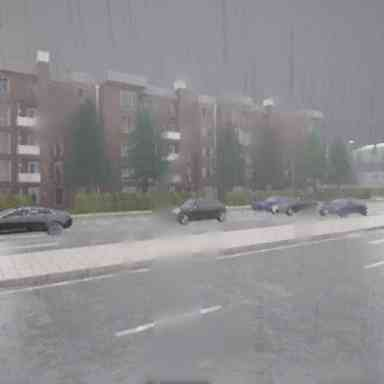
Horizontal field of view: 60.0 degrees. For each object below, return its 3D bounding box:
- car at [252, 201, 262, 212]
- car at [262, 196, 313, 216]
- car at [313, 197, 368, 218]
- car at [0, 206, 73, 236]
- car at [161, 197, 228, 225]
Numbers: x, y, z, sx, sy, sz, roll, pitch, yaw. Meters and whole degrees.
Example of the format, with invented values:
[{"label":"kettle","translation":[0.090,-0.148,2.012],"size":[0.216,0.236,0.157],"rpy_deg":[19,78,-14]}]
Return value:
[{"label":"car","translation":[7.884,1.113,31.734],"size":[5.008,1.535,1.882],"rpy_deg":[-1,0,-34]},{"label":"car","translation":[8.624,1.148,28.095],"size":[4.902,1.511,2.128],"rpy_deg":[-1,1,-35]},{"label":"car","translation":[11.901,1.163,26.000],"size":[4.674,1.442,1.812],"rpy_deg":[-1,0,-34]},{"label":"car","translation":[-8.424,1.452,16.372],"size":[4.902,1.511,2.128],"rpy_deg":[-1,1,-35]},{"label":"car","translation":[0.153,1.159,22.273],"size":[4.553,1.767,2.097],"rpy_deg":[-1,1,-35]}]
